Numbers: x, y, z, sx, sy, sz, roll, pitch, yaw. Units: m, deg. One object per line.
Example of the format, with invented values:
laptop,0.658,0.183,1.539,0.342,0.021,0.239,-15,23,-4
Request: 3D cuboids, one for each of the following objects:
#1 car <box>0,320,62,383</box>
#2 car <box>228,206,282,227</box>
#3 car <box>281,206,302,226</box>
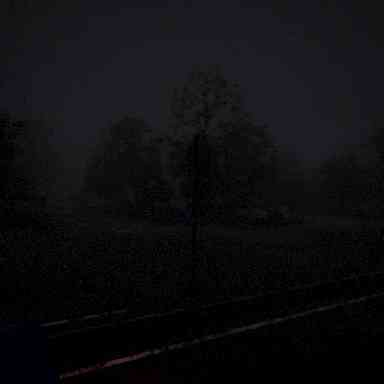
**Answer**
car,-3.155,1.490,1.328,5.008,1.535,1.882,1,-1,-32
car,4.969,2.127,28.212,2.002,1.452,4.674,2,-2,-32
car,7.640,2.042,29.926,2.185,1.767,4.553,2,-2,-32
